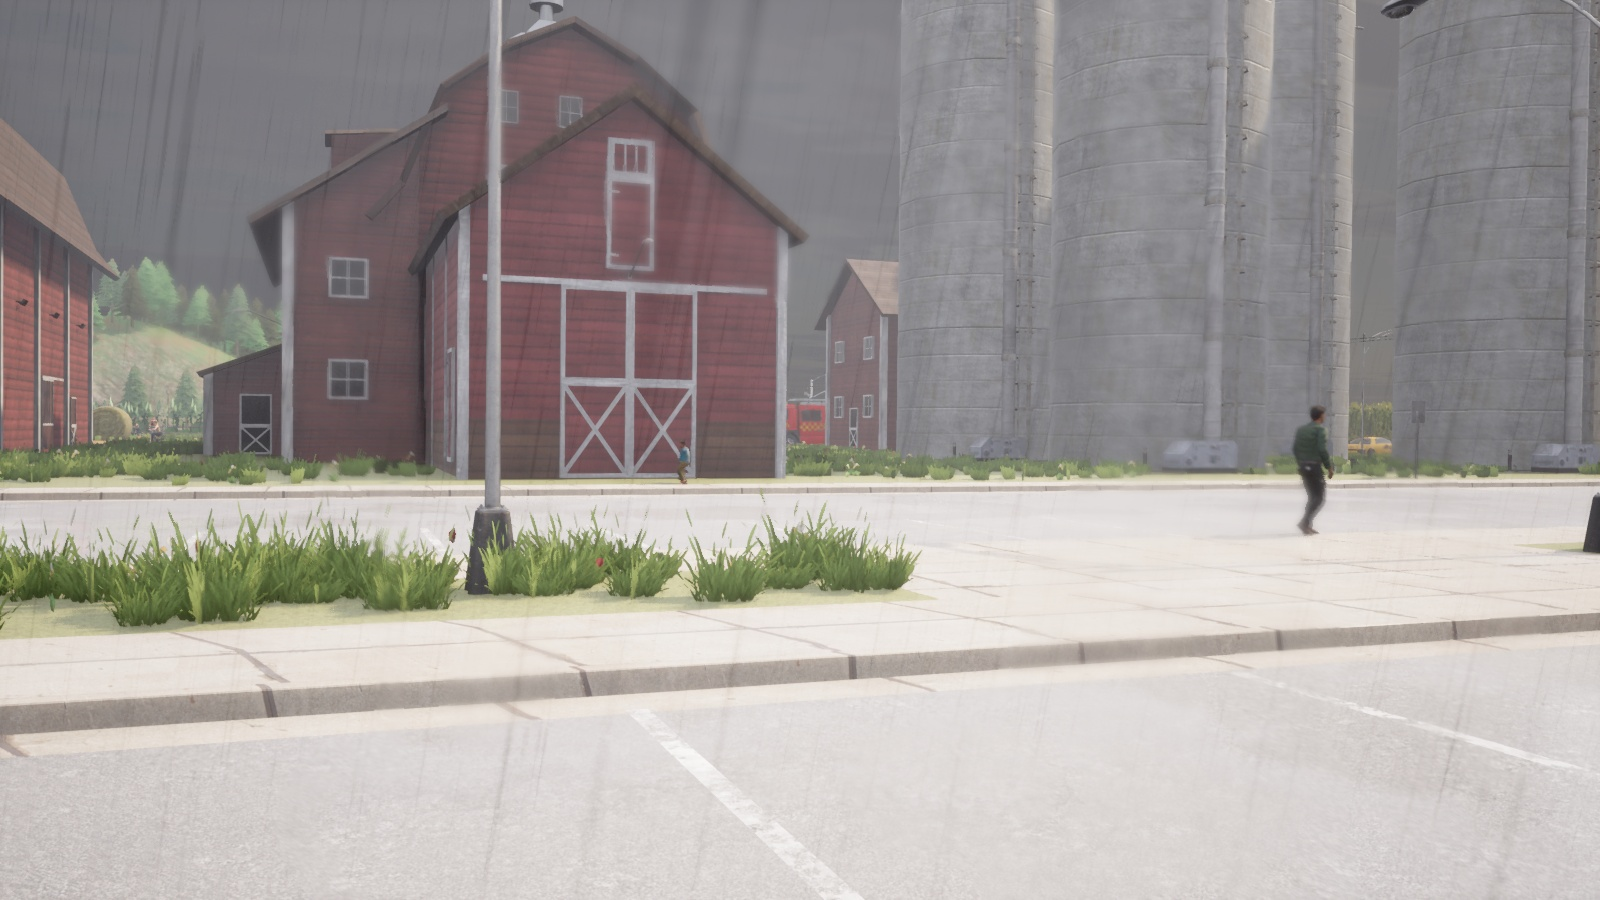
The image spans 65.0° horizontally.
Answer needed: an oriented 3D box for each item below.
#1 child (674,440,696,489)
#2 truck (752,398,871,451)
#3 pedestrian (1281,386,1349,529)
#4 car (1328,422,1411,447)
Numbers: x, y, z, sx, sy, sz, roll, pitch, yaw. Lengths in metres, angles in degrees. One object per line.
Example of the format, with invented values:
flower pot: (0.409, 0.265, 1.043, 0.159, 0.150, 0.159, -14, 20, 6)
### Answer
child: (-2.843, 0.358, 31.115, 0.448, 1.192, 0.343, -1, 1, -21)
truck: (0.860, -1.949, 95.056, 8.468, 3.827, 2.891, -1, 1, -21)
pedestrian: (7.127, 0.094, 17.375, 0.788, 1.949, 0.423, -1, 1, -21)
car: (37.977, -1.038, 83.901, 1.801, 1.575, 5.366, -1, 1, -20)
